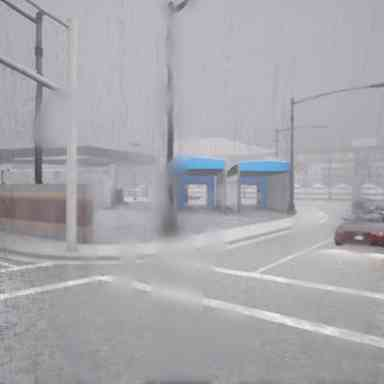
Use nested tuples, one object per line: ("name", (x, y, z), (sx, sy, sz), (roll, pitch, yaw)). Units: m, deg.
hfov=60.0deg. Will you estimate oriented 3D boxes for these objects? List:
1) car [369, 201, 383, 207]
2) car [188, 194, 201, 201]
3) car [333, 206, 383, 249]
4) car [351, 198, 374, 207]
("car", (13.508, 1.555, 23.065), (1.895, 1.301, 4.718), (1, 0, 28))
("car", (-0.378, 1.164, 72.106), (4.718, 1.301, 1.895), (1, 0, 37))
("car", (7.452, 1.540, 14.170), (1.994, 1.385, 4.181), (1, 0, 36))
("car", (17.429, 1.400, 33.482), (2.128, 1.511, 4.902), (0, 1, 12))
